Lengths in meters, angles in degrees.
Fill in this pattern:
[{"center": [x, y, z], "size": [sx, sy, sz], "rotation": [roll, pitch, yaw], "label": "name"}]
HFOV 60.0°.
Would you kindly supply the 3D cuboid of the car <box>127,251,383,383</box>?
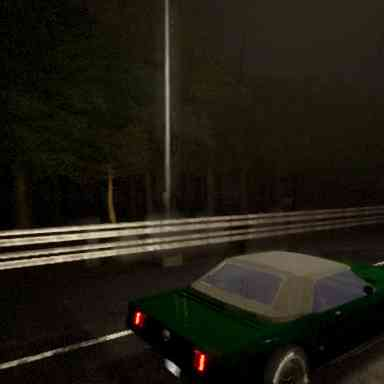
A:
[{"center": [1.587, 1.574, 4.879], "size": [4.718, 1.301, 1.895], "rotation": [0, 0, -35], "label": "car"}]
